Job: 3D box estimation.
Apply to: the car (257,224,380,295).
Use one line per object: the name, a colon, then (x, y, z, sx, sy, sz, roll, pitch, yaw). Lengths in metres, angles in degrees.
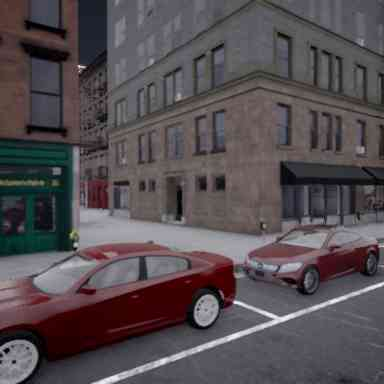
car: (3.179, 1.517, 8.466, 4.206, 1.307, 1.802, -1, 0, -36)

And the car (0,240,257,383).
car: (-1.304, 1.529, 5.261, 4.507, 1.381, 1.887, -1, 0, -36)
